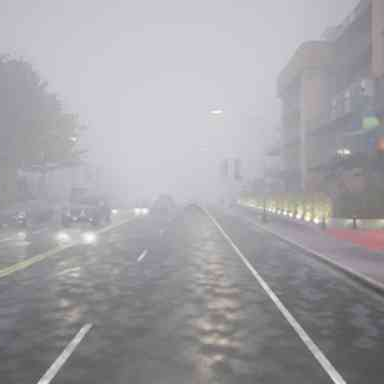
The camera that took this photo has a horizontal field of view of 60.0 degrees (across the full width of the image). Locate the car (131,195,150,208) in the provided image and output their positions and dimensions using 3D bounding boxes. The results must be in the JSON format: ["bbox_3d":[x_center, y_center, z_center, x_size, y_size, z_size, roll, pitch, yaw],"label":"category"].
[{"bbox_3d":[-7.057,1.515,47.966,2.128,1.511,4.902,0,0,0],"label":"car"}]

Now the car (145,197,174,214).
[{"bbox_3d":[-3.415,1.565,36.047,2.033,1.411,5.357,0,0,0],"label":"car"}]

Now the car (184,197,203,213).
[{"bbox_3d":[0.084,1.544,36.638,1.812,1.442,4.674,0,0,0],"label":"car"}]

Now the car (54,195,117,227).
[{"bbox_3d":[-7.101,1.230,22.909,2.150,2.045,5.566,0,0,0],"label":"car"}]

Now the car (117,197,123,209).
[{"bbox_3d":[-10.581,1.371,43.894,2.097,1.767,4.553,0,0,0],"label":"car"}]

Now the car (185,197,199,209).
[{"bbox_3d":[-0.009,1.500,46.765,1.882,1.535,5.008,0,0,0],"label":"car"}]

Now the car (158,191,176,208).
[{"bbox_3d":[-3.509,1.244,46.639,2.150,2.045,5.566,0,0,0],"label":"car"}]

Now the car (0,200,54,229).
[{"bbox_3d":[-10.745,1.362,21.635,2.097,1.767,4.553,0,0,4],"label":"car"}]
